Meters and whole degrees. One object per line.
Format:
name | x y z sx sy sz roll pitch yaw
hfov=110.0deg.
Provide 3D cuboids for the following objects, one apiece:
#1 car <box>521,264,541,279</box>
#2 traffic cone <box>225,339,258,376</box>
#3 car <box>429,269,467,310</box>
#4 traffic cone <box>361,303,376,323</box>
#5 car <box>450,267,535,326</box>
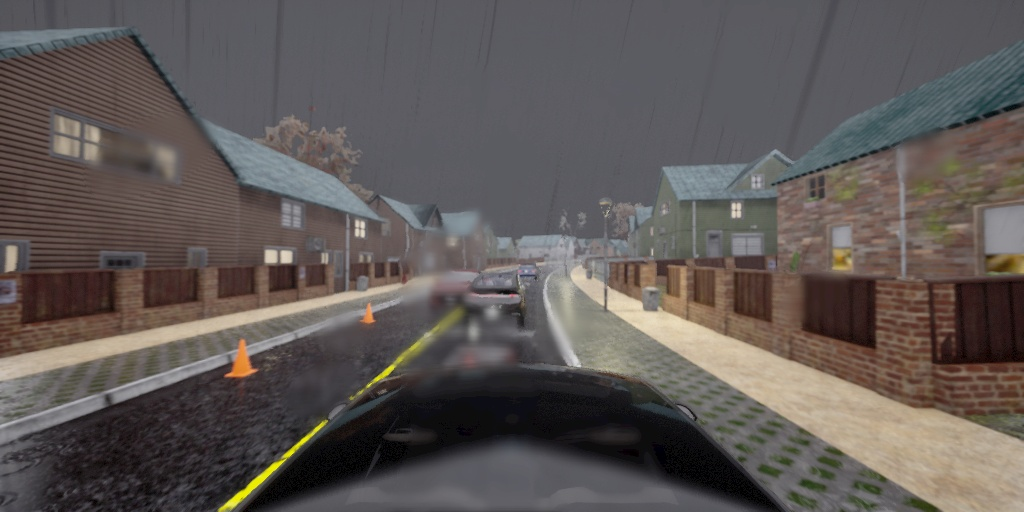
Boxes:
car | 1.606 1.411 33.644 2.033 1.411 5.357 0 0 8
traffic cone | -4.668 1.738 6.202 0.340 0.580 0.340 0 0 1
car | -2.108 1.313 15.366 1.882 1.535 5.008 0 0 2
traffic cone | -4.489 1.770 11.250 0.340 0.580 0.340 0 0 3
car | -0.414 1.311 12.021 2.128 1.511 4.902 0 0 3
